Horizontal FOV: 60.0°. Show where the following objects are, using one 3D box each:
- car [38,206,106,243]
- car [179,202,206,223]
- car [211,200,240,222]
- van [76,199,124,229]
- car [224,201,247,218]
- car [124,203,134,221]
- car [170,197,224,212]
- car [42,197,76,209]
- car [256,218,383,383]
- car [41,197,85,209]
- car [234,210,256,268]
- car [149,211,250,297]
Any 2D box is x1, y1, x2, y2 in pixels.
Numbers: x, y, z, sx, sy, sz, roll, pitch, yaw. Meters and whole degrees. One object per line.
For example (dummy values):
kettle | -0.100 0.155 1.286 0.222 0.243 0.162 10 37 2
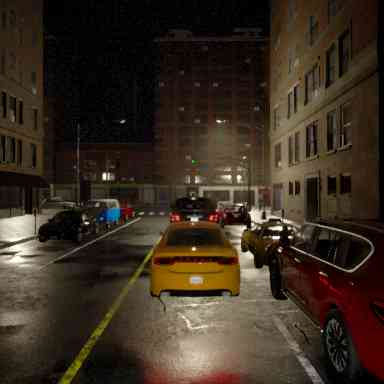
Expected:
car | -5.867 1.582 16.292 1.947 1.339 4.313 1 0 0
car | 0.055 1.595 26.902 1.994 1.385 4.181 0 0 1
car | 2.648 1.471 27.265 1.967 1.590 4.097 1 0 0
van | -5.871 1.365 21.775 1.690 1.788 3.998 1 0 0
car | 2.653 1.464 21.782 1.967 1.590 4.097 1 0 0
car | -5.878 1.576 27.257 1.887 1.381 4.507 1 0 0
car | 0.086 1.237 16.221 2.150 2.045 5.566 0 0 0
car | -16.550 1.483 40.134 4.718 1.301 1.895 0 -1 1
car | 2.672 1.318 5.334 2.192 1.841 5.009 1 0 0
car | -16.750 1.409 43.396 4.902 1.511 2.128 0 -1 0
car | 2.664 1.534 10.987 1.752 1.417 4.829 1 0 0
car | 0.041 1.484 8.641 1.882 1.535 5.008 0 0 -1
